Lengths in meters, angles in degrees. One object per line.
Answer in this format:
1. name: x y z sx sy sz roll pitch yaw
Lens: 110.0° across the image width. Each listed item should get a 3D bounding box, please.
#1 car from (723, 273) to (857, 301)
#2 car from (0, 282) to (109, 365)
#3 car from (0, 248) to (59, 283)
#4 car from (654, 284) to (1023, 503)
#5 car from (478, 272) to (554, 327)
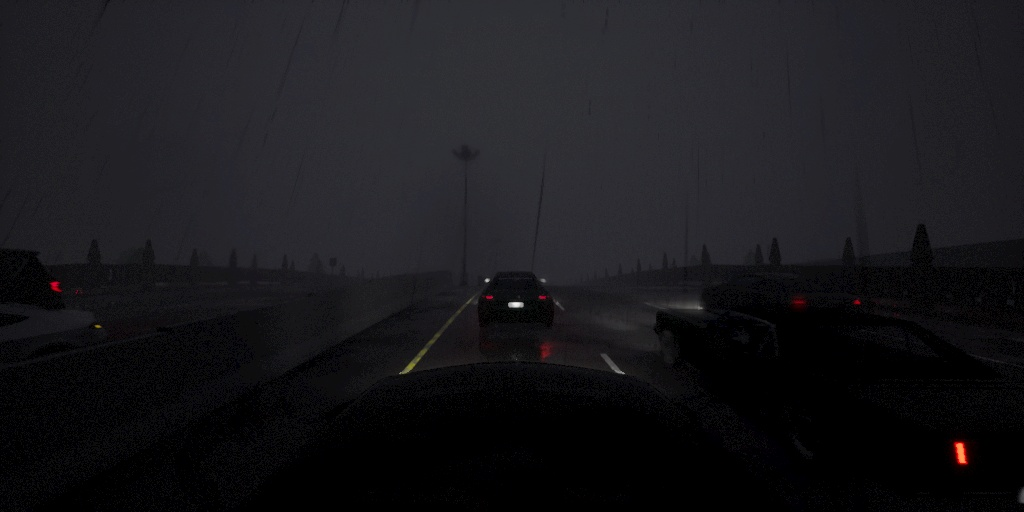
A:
1. car: 7.100 1.165 9.963 1.994 1.385 4.181 0 1 0
2. car: -7.089 1.238 3.545 1.812 1.442 4.674 0 1 0
3. car: -10.586 0.897 5.229 2.150 2.045 5.566 0 1 0
4. car: 3.600 1.290 4.660 1.895 1.301 4.718 0 1 0
5. car: 0.100 1.160 10.816 1.994 1.385 4.181 0 0 0
